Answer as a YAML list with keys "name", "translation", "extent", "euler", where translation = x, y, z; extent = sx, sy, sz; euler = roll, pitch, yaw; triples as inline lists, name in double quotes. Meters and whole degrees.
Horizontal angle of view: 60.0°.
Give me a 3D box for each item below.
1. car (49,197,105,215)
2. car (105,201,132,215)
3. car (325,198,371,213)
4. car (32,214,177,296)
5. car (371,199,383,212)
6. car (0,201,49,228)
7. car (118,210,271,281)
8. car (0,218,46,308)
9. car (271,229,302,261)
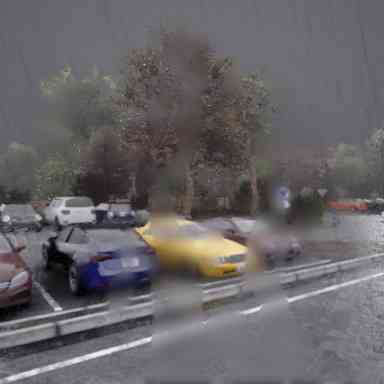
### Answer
- name: "car"
  translation: [-7.960, 1.321, 21.419]
  extent: [2.435, 2.045, 5.566]
  euler: [1, 0, -35]
- name: "car"
  translation: [-5.653, 1.467, 22.979]
  extent: [2.185, 1.767, 4.553]
  euler: [1, 0, -35]
- name: "car"
  translation: [18.070, 1.472, 39.380]
  extent: [2.185, 1.767, 4.553]
  euler: [0, 0, -35]
- name: "car"
  translation: [-2.677, 1.583, 9.133]
  extent: [2.163, 1.488, 4.792]
  euler: [1, 0, -35]
- name: "car"
  translation: [20.262, 1.612, 40.955]
  extent: [2.097, 1.535, 5.008]
  euler: [0, 0, -35]
- name: "car"
  translation: [-10.337, 1.425, 19.738]
  extent: [2.185, 1.767, 4.553]
  euler: [1, 0, -35]
- name: "car"
  translation: [-0.281, 1.571, 10.567]
  extent: [1.946, 1.575, 5.366]
  euler: [1, 0, -35]
- name: "car"
  translation: [-4.933, 1.573, 7.503]
  extent: [2.002, 1.452, 4.674]
  euler: [1, 0, -35]
- name: "car"
  translation: [1.759, 1.633, 12.257]
  extent: [2.002, 1.452, 4.674]
  euler: [0, -1, -35]
